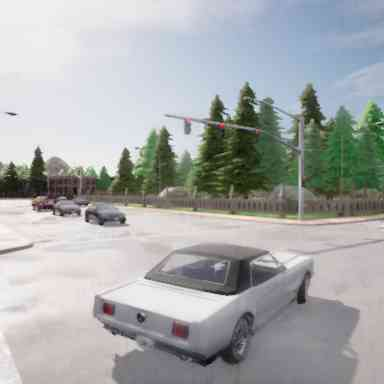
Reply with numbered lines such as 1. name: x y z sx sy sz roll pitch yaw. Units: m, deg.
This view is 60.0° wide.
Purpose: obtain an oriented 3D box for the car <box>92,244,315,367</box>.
1. car: 0.699 1.607 5.978 1.895 1.301 4.718 0 0 35

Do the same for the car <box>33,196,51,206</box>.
1. car: -26.466 1.533 58.494 1.882 1.535 5.008 0 0 -36

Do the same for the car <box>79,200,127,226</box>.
1. car: -6.460 1.580 24.474 1.812 1.442 4.674 0 0 -36

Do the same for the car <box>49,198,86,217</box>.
1. car: -12.258 1.581 32.505 1.812 1.442 4.674 0 0 -36

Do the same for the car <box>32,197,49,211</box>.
1. car: -18.122 1.656 40.649 1.895 1.301 4.718 0 0 -36
